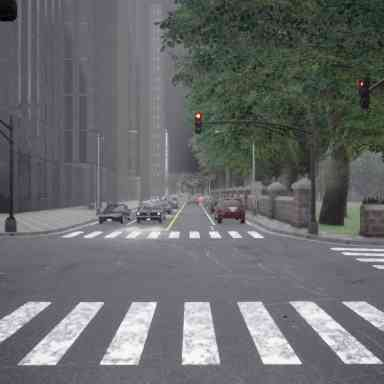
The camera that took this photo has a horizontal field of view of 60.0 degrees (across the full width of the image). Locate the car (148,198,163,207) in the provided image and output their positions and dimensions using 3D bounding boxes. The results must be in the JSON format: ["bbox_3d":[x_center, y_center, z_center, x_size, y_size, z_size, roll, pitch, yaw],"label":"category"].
[{"bbox_3d":[-5.688,1.622,52.473,1.802,1.307,4.206,0,0,0],"label":"car"}]

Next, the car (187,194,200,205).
[{"bbox_3d":[0.189,1.596,59.296,2.033,1.411,5.357,0,0,0],"label":"car"}]

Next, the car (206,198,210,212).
[{"bbox_3d":[2.814,1.588,36.097,1.947,1.339,4.313,0,0,0],"label":"car"}]

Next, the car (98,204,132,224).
[{"bbox_3d":[-5.727,1.576,25.188,1.947,1.339,4.313,0,0,0],"label":"car"}]

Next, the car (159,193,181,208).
[{"bbox_3d":[-3.023,1.385,45.723,2.097,1.767,4.553,0,0,0],"label":"car"}]

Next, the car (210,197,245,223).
[{"bbox_3d":[2.798,1.326,25.185,2.192,1.841,5.009,0,0,0],"label":"car"}]

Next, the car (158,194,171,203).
[{"bbox_3d":[-5.664,1.374,68.844,2.192,1.841,5.009,0,0,0],"label":"car"}]

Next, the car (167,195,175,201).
[{"bbox_3d":[-5.633,1.533,90.672,1.967,1.590,4.097,0,0,0],"label":"car"}]

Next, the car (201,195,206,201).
[{"bbox_3d":[2.838,1.481,52.467,1.967,1.590,4.097,0,0,0],"label":"car"}]

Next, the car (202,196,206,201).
[{"bbox_3d":[2.830,1.585,47.010,2.008,1.369,4.403,0,0,0],"label":"car"}]

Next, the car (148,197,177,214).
[{"bbox_3d":[-3.044,1.569,35.448,2.033,1.411,5.357,0,0,1],"label":"car"}]

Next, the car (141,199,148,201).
[{"bbox_3d":[-5.703,1.579,41.558,2.008,1.369,4.403,0,0,0],"label":"car"}]

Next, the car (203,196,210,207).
[{"bbox_3d":[2.822,1.579,41.553,2.008,1.369,4.403,0,0,0],"label":"car"}]

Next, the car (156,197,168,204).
[{"bbox_3d":[-5.672,1.635,63.387,1.802,1.307,4.206,0,0,0],"label":"car"}]

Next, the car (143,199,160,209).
[{"bbox_3d":[-5.696,1.616,47.015,1.802,1.307,4.206,0,0,0],"label":"car"}]

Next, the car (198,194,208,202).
[{"bbox_3d":[2.496,1.424,75.811,2.097,1.767,4.553,0,0,0],"label":"car"}]

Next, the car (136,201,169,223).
[{"bbox_3d":[-3.063,1.612,25.630,1.895,1.301,4.718,0,0,0],"label":"car"}]
